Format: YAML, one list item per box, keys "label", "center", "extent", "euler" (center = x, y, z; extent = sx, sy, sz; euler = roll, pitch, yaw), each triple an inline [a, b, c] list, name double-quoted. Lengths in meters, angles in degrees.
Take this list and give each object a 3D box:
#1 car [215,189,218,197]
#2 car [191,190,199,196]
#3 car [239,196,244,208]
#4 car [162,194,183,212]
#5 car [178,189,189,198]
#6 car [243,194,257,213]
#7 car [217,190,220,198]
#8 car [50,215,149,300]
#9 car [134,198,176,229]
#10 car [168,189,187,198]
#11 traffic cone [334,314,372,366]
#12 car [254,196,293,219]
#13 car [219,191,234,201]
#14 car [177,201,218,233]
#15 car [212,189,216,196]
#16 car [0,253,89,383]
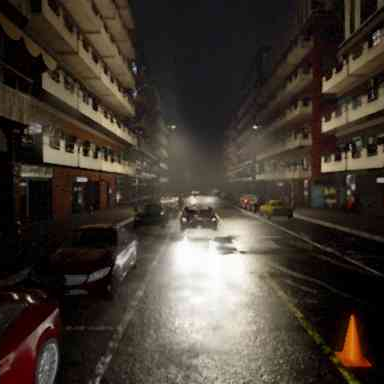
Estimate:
- label: "car"
  center: [6.418, 0.584, 69.679]
  extent: [1.752, 1.417, 4.829]
  euler: [-1, 1, 0]
- label: "car"
  center: [0.817, 0.322, 84.037]
  extent: [1.882, 1.535, 5.008]
  euler: [0, 1, 0]
- label: "car"
  center: [6.229, 0.962, 35.900]
  extent: [1.967, 1.590, 4.097]
  euler: [-1, 1, 0]
- label: "car"
  center: [-2.180, 1.122, 30.374]
  extent: [2.008, 1.369, 4.403]
  euler: [-1, 1, 0]
- label: "car"
  center: [-1.934, 0.272, 75.183]
  extent: [2.192, 1.841, 5.009]
  euler: [-1, 1, 0]
- label: "car"
  center: [6.200, 1.165, 30.300]
  extent: [1.947, 1.339, 4.313]
  euler: [-1, 1, 0]
- label: "car"
  center: [6.386, 0.688, 63.909]
  extent: [2.008, 1.369, 4.403]
  euler: [-1, 1, 0]
- label: "car"
  center: [-2.304, 1.462, 7.969]
  extent: [1.802, 1.307, 4.206]
  euler: [-1, 1, 0]
- label: "car"
  center: [-2.242, 1.276, 19.172]
  extent: [2.008, 1.369, 4.403]
  euler: [-1, 1, 0]
- label: "car"
  center: [-2.121, 0.732, 41.574]
  extent: [2.192, 1.841, 5.009]
  euler: [-1, 1, 0]
- label: "traffic cone"
  center: [2.099, 1.900, 4.350]
  extent: [0.340, 0.580, 0.340]
  euler: [0, 1, 0]
- label: "car"
  center: [6.169, 1.199, 24.868]
  extent: [1.752, 1.417, 4.829]
  euler: [-1, 1, 0]
- label: "car"
  center: [6.355, 0.780, 58.307]
  extent: [1.947, 1.339, 4.313]
  euler: [-1, 1, 0]
- label: "car"
  center: [0.356, 1.350, 18.095]
  extent: [1.895, 1.301, 4.718]
  euler: [0, 1, 0]
- label: "car"
  center: [6.478, 0.348, 80.711]
  extent: [1.967, 1.590, 4.097]
  euler: [-1, 1, 0]
- label: "car"
  center: [-2.335, 1.540, 2.367]
  extent: [1.802, 1.307, 4.206]
  euler: [-1, 1, 0]
